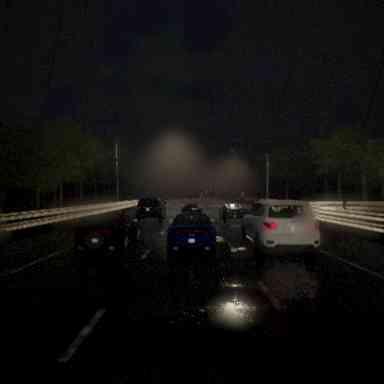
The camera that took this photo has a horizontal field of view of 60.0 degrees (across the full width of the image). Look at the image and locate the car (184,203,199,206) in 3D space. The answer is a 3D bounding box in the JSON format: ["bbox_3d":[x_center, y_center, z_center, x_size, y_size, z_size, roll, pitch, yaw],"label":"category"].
[{"bbox_3d":[-0.013,1.778,29.302,1.837,1.490,4.892,0,0,0],"label":"car"}]

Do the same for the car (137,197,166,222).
[{"bbox_3d":[-3.517,1.484,29.018,2.150,2.045,5.566,0,0,0],"label":"car"}]

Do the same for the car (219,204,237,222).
[{"bbox_3d":[3.488,1.763,29.303,2.128,1.511,4.902,0,0,0],"label":"car"}]

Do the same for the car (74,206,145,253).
[{"bbox_3d":[-3.502,1.615,14.481,1.882,1.535,5.008,0,0,0],"label":"car"}]

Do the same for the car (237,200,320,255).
[{"bbox_3d":[3.492,1.350,14.039,2.150,2.045,5.566,0,0,0],"label":"car"}]

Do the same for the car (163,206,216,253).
[{"bbox_3d":[-0.002,1.615,14.469,1.882,1.535,5.008,0,0,0],"label":"car"}]
